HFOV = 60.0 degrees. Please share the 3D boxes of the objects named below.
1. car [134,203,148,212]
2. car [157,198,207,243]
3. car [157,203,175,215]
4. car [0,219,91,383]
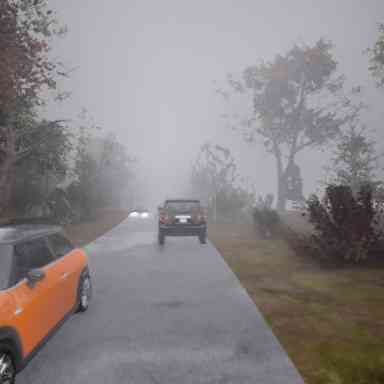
[{"bbox_3d":[-7.193,2.163,46.568,1.895,1.301,4.718,0,-1,-9],"label":"car"},{"bbox_3d":[-0.555,1.320,16.664,2.150,2.045,5.566,0,-1,-4],"label":"car"},{"bbox_3d":[-3.215,2.048,40.104,1.895,1.301,4.718,0,-1,-8],"label":"car"},{"bbox_3d":[-2.977,1.368,4.640,2.097,1.767,4.553,0,0,-2],"label":"car"}]
